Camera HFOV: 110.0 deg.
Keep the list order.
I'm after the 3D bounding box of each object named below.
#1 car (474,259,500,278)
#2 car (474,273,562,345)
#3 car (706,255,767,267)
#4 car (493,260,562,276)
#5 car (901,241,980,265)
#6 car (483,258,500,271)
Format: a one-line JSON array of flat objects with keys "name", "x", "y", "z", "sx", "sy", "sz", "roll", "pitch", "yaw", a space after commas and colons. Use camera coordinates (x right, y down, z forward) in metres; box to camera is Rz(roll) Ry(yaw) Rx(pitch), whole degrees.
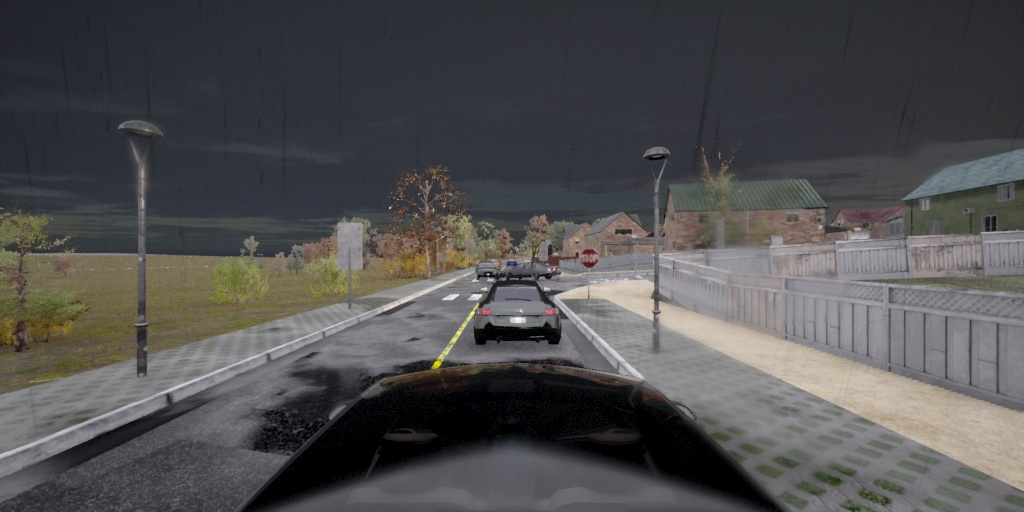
[{"name": "car", "x": -2.258, "y": 1.257, "z": 31.442, "sx": 1.837, "sy": 1.490, "sz": 4.892, "roll": 0, "pitch": 0, "yaw": -8}, {"name": "car", "x": 0.100, "y": 1.313, "z": 9.517, "sx": 1.994, "sy": 1.385, "sz": 4.181, "roll": 0, "pitch": 0, "yaw": -1}, {"name": "car", "x": 14.382, "y": 0.413, "z": 22.911, "sx": 4.181, "sy": 1.385, "sz": 1.994, "roll": -3, "pitch": 0, "yaw": 16}, {"name": "car", "x": 1.330, "y": 1.197, "z": 28.532, "sx": 5.357, "sy": 1.411, "sz": 2.033, "roll": -4, "pitch": -3, "yaw": 43}, {"name": "car", "x": 23.883, "y": -0.209, "z": 20.492, "sx": 4.902, "sy": 1.511, "sz": 2.128, "roll": -3, "pitch": 0, "yaw": 14}, {"name": "car", "x": -2.860, "y": 1.120, "z": 51.260, "sx": 2.097, "sy": 1.767, "sz": 4.553, "roll": 0, "pitch": 0, "yaw": 1}]
